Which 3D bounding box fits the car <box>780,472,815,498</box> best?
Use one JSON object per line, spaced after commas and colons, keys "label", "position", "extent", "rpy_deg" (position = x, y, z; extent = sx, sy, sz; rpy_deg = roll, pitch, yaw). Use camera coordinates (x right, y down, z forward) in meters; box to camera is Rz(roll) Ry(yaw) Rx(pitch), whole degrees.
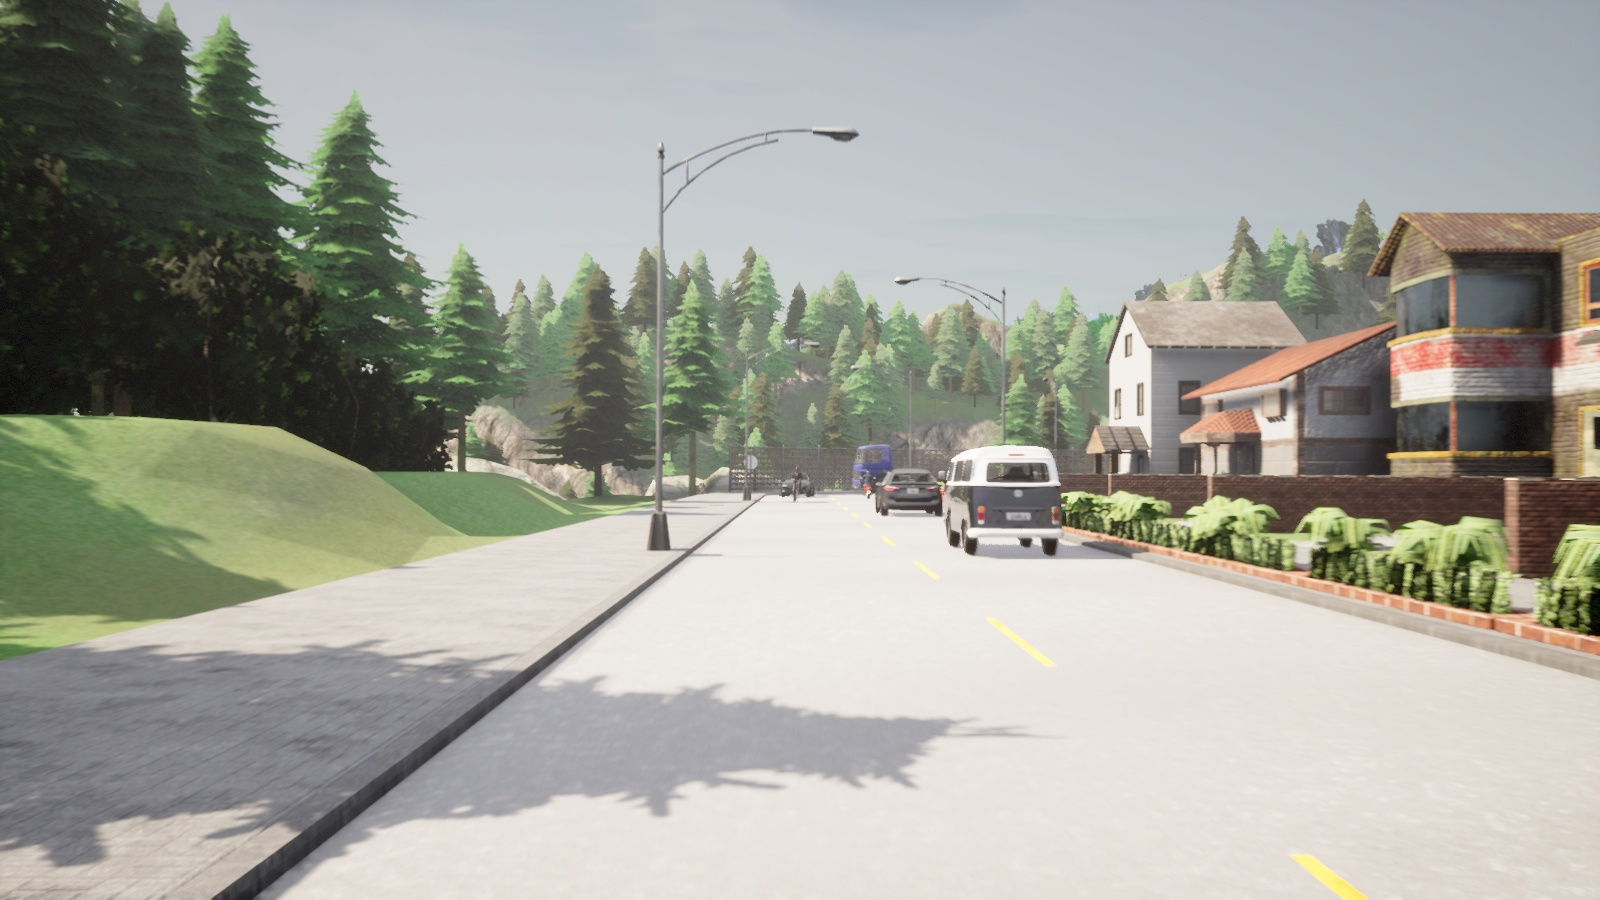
{"label": "car", "position": [-0.118, 2.090, 75.568], "extent": [1.816, 1.474, 4.193], "rpy_deg": [0, -1, 4]}

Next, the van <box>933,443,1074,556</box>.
{"label": "van", "position": [3.946, 0.942, 25.117], "extent": [2.069, 2.038, 4.480], "rpy_deg": [0, -1, 0]}

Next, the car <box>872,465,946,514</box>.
{"label": "car", "position": [3.903, 1.407, 45.743], "extent": [2.242, 1.667, 4.611], "rpy_deg": [0, -1, 0]}

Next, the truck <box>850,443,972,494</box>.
{"label": "truck", "position": [7.703, 1.261, 87.341], "extent": [7.936, 3.462, 2.891], "rpy_deg": [0, -1, -10]}
